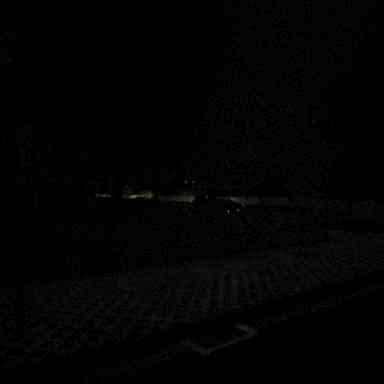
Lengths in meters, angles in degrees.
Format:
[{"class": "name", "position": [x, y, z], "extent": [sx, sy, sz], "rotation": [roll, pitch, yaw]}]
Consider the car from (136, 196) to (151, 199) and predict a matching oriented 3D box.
[{"class": "car", "position": [-7.483, 1.351, 49.533], "extent": [1.882, 1.535, 5.008], "rotation": [0, 0, -35]}]

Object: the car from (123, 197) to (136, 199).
[{"class": "car", "position": [-10.397, 1.380, 48.752], "extent": [1.812, 1.442, 4.674], "rotation": [0, 0, -35]}]

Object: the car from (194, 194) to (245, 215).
[{"class": "car", "position": [2.357, 1.190, 30.660], "extent": [2.150, 2.045, 5.566], "rotation": [0, 0, -35]}]
